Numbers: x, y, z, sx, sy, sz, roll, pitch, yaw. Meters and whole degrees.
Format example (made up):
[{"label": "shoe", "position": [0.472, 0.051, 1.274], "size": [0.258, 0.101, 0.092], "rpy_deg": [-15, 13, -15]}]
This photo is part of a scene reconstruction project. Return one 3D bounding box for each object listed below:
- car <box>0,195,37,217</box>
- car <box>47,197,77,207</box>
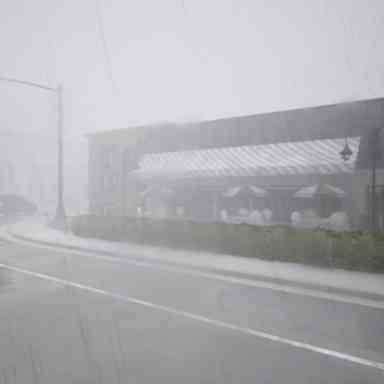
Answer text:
[{"label": "car", "position": [-17.163, 1.272, 31.588], "size": [2.150, 2.045, 5.566], "rpy_deg": [-1, 0, 8]}, {"label": "car", "position": [-21.283, 1.557, 54.475], "size": [1.882, 1.535, 5.008], "rpy_deg": [0, 0, 34]}]
